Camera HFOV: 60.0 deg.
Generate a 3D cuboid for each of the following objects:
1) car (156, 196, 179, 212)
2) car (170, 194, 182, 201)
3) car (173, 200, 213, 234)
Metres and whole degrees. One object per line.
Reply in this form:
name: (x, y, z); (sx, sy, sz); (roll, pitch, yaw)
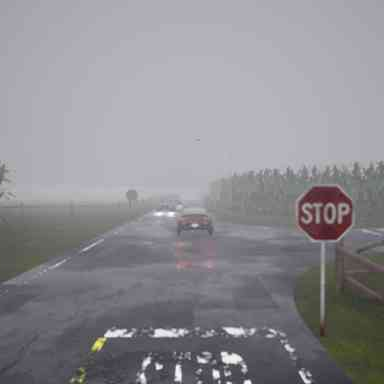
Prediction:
car: (-2.736, 1.413, 35.903); (1.994, 1.385, 4.181); (0, 0, 0)
car: (-2.672, 1.129, 51.423); (2.097, 1.767, 4.553); (0, 0, 0)
car: (0.143, 1.421, 18.362); (1.812, 1.442, 4.674); (0, 0, 0)
